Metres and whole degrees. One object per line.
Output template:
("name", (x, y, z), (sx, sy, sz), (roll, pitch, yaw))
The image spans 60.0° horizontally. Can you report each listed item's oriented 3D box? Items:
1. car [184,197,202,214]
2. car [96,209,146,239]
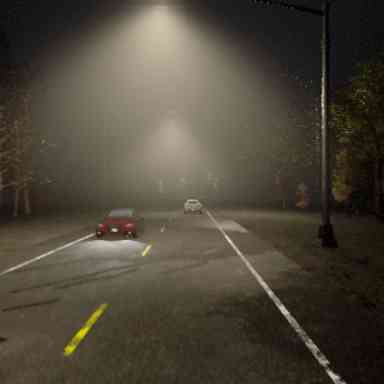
("car", (0.094, 1.550, 36.027), (1.812, 1.442, 4.674), (0, 0, 0))
("car", (-3.595, 1.575, 17.393), (1.994, 1.385, 4.181), (0, 0, 0))
